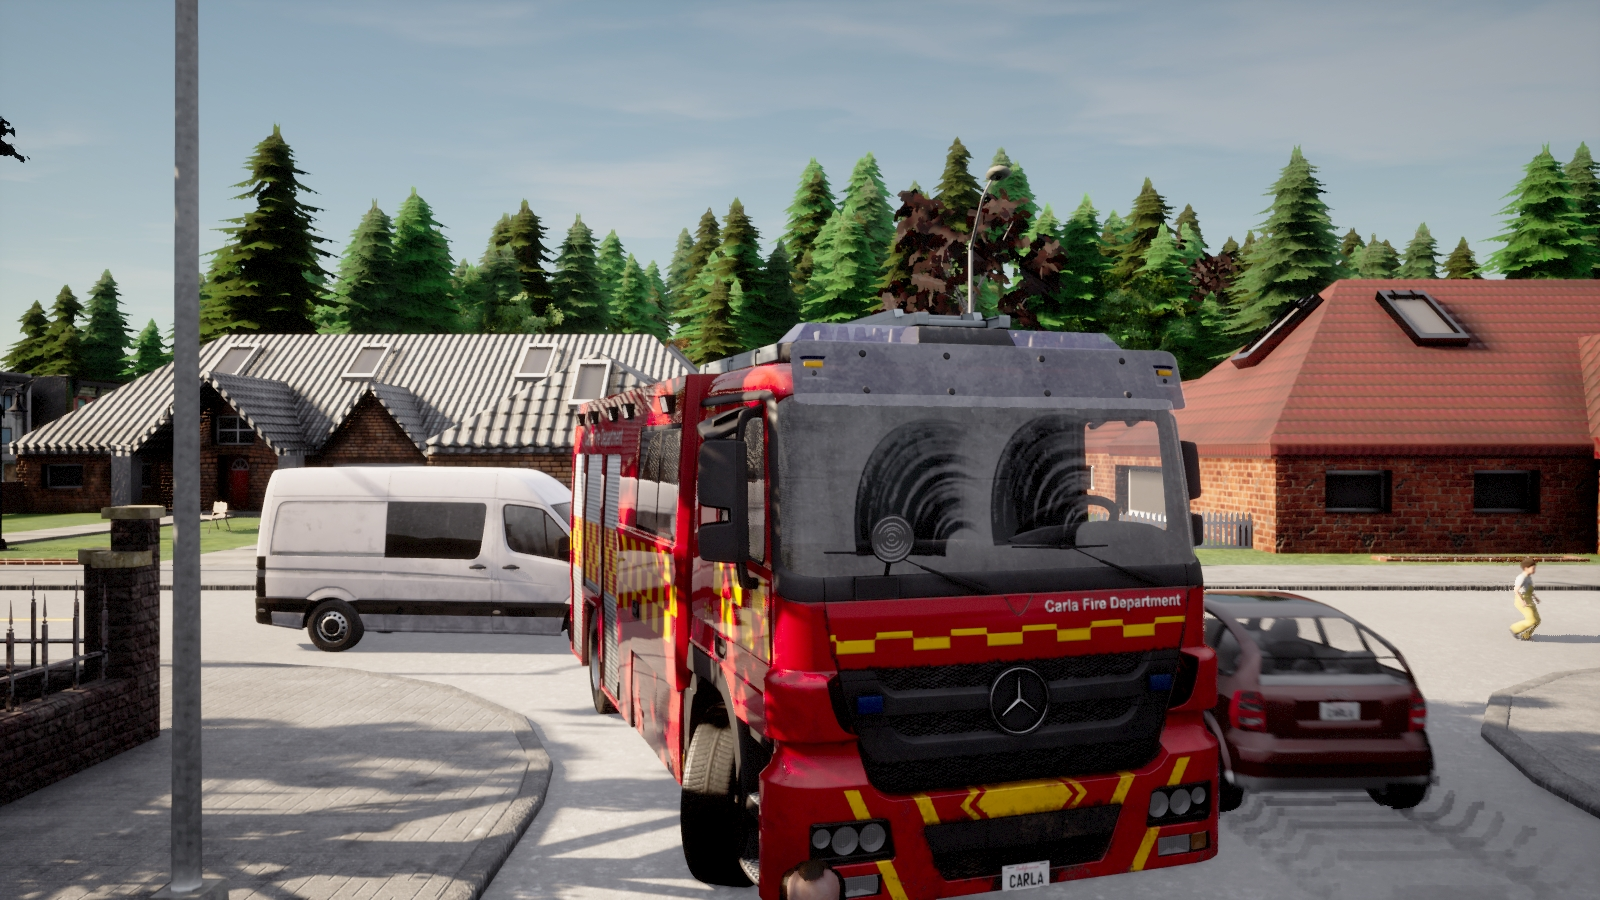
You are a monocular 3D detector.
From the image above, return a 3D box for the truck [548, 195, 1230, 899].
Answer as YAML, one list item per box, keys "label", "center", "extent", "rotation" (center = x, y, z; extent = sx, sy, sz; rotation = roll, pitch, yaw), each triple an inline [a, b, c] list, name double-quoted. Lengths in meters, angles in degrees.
- label: "truck"
  center: [-0.279, 0.670, 10.050]
  extent: [2.891, 3.827, 8.468]
  rotation: [0, 0, -19]

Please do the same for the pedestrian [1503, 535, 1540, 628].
- label: "pedestrian"
  center: [10.553, 1.909, 16.719]
  extent: [0.375, 1.300, 0.375]
  rotation: [0, 0, -43]

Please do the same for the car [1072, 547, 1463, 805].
- label: "car"
  center: [3.863, 1.806, 10.200]
  extent: [1.789, 1.549, 3.705]
  rotation: [0, 0, -4]

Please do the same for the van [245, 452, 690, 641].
- label: "van"
  center: [-4.701, 1.314, 16.673]
  extent: [5.915, 2.561, 1.988]
  rotation: [0, 0, 4]
